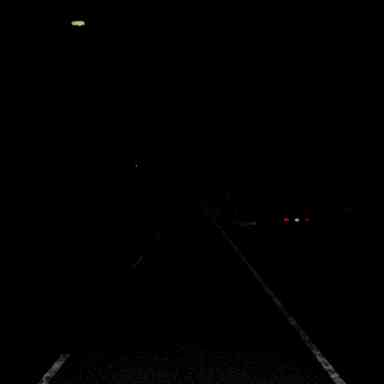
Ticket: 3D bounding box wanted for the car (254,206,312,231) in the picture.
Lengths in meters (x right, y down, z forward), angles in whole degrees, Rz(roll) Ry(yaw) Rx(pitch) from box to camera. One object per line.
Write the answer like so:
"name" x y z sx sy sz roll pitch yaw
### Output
"car" 5.436 1.568 20.575 2.033 1.411 5.357 0 0 -6
